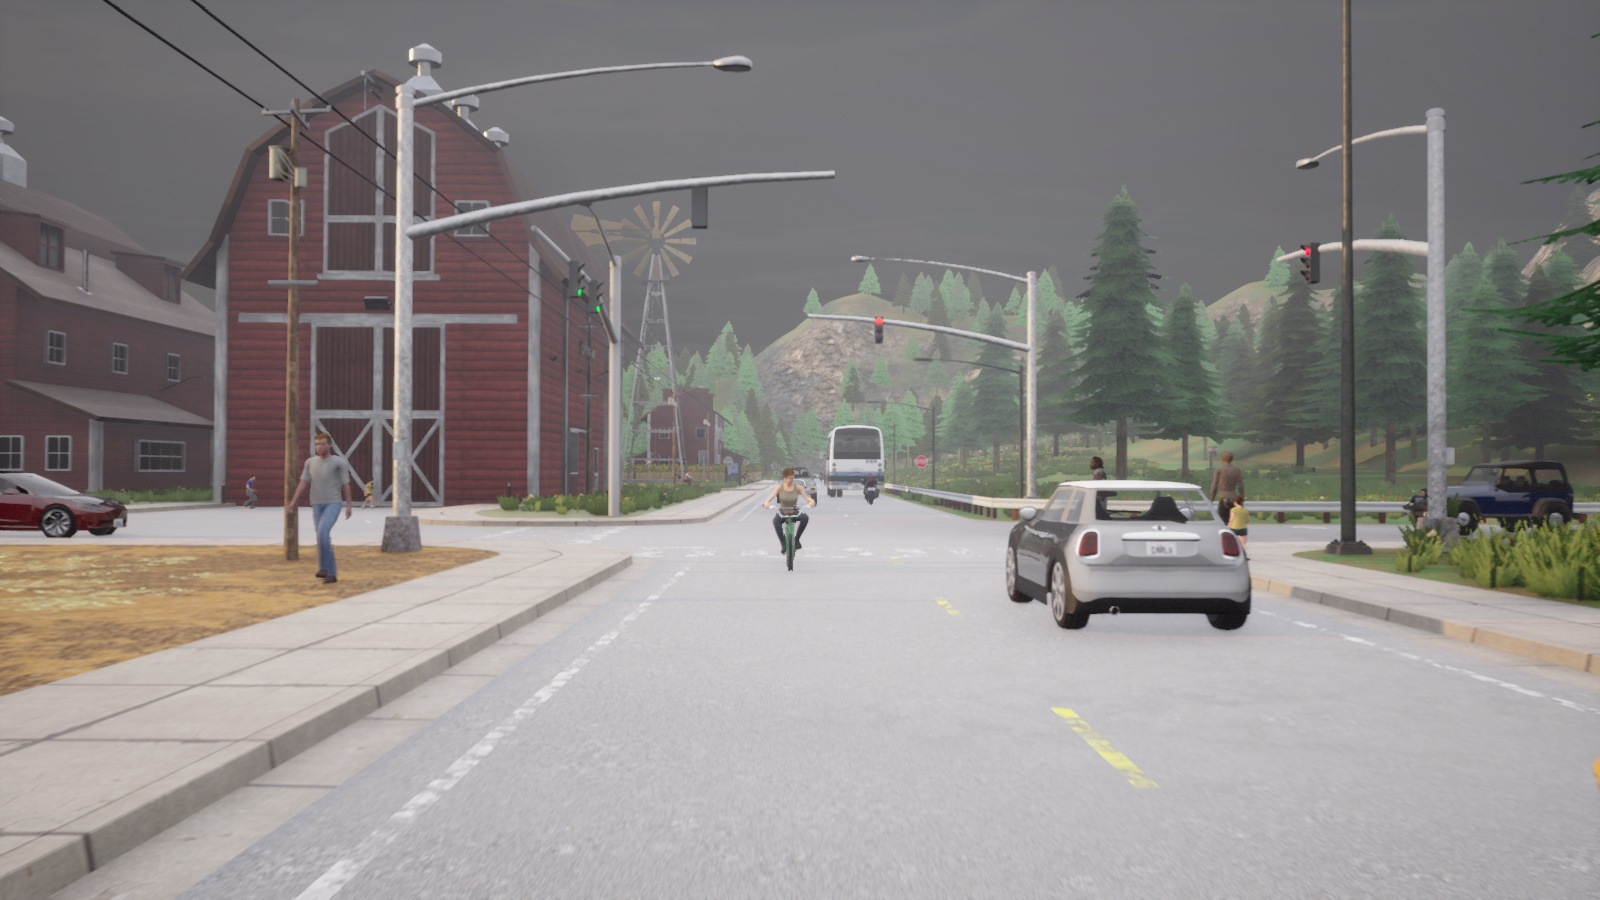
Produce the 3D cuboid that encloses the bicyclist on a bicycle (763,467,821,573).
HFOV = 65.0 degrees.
[{"bbox_3d":[-0.148,1.087,20.004,0.866,1.612,1.509,-1,-1,-2],"label":"bicyclist on a bicycle"}]

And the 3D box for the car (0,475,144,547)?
[{"bbox_3d":[-17.380,1.316,27.581,4.792,1.488,2.163,0,-1,-1],"label":"car"}]

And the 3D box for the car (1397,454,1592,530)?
[{"bbox_3d":[17.525,1.047,31.804,3.866,1.878,1.905,0,-1,-1],"label":"car"}]

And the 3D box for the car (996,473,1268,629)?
[{"bbox_3d":[3.466,0.999,13.907,1.970,1.475,3.806,0,-1,0],"label":"car"}]

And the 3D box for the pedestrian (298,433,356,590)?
[{"bbox_3d":[-5.657,0.720,15.055,0.354,1.836,0.706,0,-1,8],"label":"pedestrian"}]

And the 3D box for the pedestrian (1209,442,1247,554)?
[{"bbox_3d":[7.141,0.792,20.953,0.331,1.846,0.634,0,-1,-8],"label":"pedestrian"}]

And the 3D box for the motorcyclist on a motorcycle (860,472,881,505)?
[{"bbox_3d":[3.355,1.840,59.938,0.866,1.530,2.191,0,-1,0],"label":"motorcyclist on a motorcycle"}]

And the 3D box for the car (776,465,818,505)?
[{"bbox_3d":[-0.147,1.641,60.277,1.932,1.855,4.605,0,-1,0],"label":"car"}]

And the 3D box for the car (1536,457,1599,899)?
[{"bbox_3d":[3.495,0.768,1.720,1.801,1.575,5.366,0,-1,0],"label":"car"}]

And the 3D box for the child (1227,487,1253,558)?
[{"bbox_3d":[7.069,1.160,20.186,0.255,1.110,0.394,0,-1,-1],"label":"child"}]

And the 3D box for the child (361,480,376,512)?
[{"bbox_3d":[-15.128,1.611,44.030,0.394,1.110,0.255,0,-1,8],"label":"child"}]

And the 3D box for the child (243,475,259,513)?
[{"bbox_3d":[-18.745,1.503,42.870,0.437,1.263,0.270,0,-1,-1],"label":"child"}]

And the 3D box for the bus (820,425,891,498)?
[{"bbox_3d":[3.304,0.740,78.560,3.944,4.253,10.273,0,-1,0],"label":"bus"}]

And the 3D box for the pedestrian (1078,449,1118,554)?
[{"bbox_3d":[5.533,0.960,23.334,0.666,1.930,0.402,0,-1,4],"label":"pedestrian"}]
